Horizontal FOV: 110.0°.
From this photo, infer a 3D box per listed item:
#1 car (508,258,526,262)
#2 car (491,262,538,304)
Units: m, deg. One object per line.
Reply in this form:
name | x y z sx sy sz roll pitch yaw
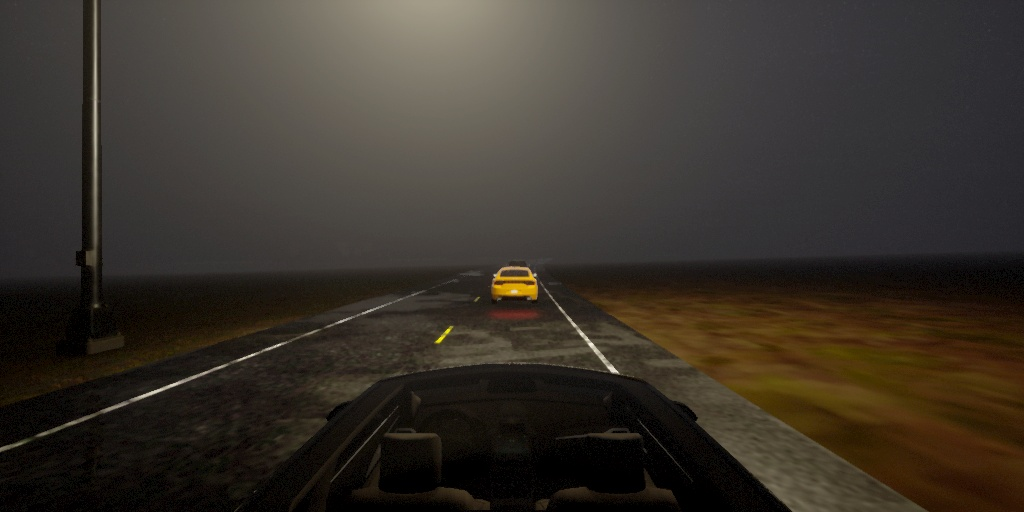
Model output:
car | 0.533 1.112 31.370 2.097 1.767 4.553 0 0 2
car | 0.133 1.234 16.436 1.882 1.535 5.008 0 0 1
